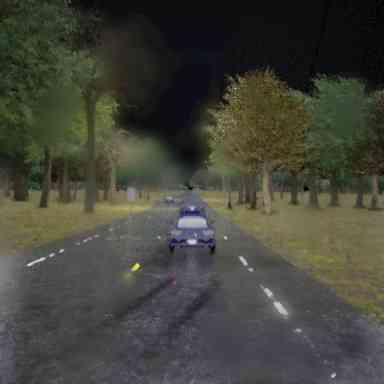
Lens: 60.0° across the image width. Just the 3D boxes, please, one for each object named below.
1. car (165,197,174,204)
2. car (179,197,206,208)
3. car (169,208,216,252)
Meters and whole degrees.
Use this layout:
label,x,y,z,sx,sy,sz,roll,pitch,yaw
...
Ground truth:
label,x,y,z,sx,sy,sz,roll,pitch,yaw
car,-4.940,1.744,72.433,1.882,1.535,5.008,0,0,-7
car,0.021,1.463,29.026,2.150,2.045,5.566,0,0,0
car,0.014,1.655,14.374,1.812,1.442,4.674,0,0,0
